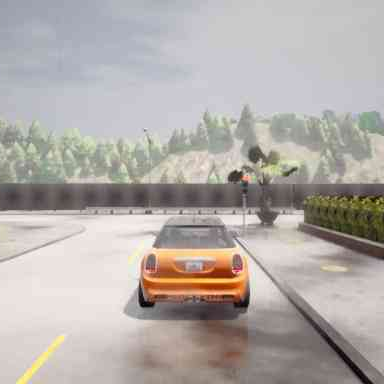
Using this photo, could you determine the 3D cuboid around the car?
[{"bbox_3d":[0.056,1.351,8.091,2.097,1.767,4.553,0,0,0],"label":"car"}]
